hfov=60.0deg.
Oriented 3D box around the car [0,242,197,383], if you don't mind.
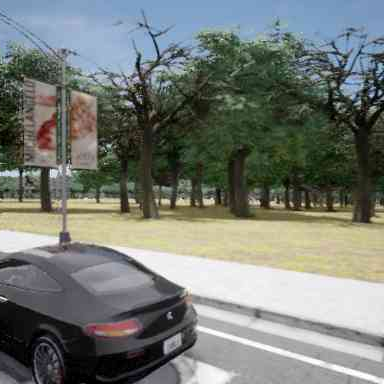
[{"bbox_3d":[-2.090,1.516,5.053,4.674,1.442,1.812,0,0,35],"label":"car"}]
